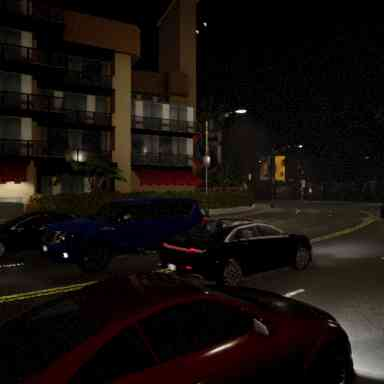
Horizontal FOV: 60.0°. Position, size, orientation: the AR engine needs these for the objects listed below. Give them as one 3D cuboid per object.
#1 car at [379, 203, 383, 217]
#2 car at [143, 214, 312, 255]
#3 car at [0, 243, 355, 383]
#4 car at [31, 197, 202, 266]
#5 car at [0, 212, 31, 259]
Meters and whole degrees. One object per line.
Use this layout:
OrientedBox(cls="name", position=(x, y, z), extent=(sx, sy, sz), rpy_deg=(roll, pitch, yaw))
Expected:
OrientedBox(cls="car", position=(18.040, 1.589, 29.988), extent=(1.895, 1.301, 4.718), rpy_deg=(0, 0, 28))
OrientedBox(cls="car", position=(1.395, 1.486, 9.096), extent=(4.902, 1.511, 2.128), rpy_deg=(0, 0, -40))
OrientedBox(cls="car", position=(-0.210, 1.562, 3.355), extent=(4.181, 1.385, 1.994), rpy_deg=(0, 0, -36))
OrientedBox(cls="car", position=(-1.959, 1.213, 11.009), extent=(5.566, 2.045, 2.150), rpy_deg=(0, 0, -40))
OrientedBox(cls="car", position=(-5.791, 1.493, 12.482), extent=(4.892, 1.490, 1.837), rpy_deg=(0, 0, -38))
